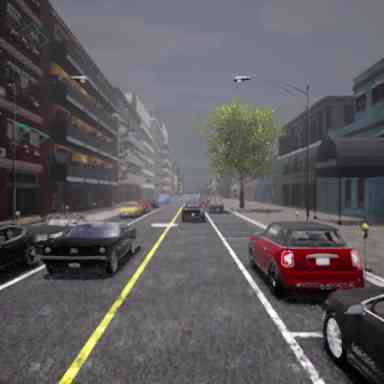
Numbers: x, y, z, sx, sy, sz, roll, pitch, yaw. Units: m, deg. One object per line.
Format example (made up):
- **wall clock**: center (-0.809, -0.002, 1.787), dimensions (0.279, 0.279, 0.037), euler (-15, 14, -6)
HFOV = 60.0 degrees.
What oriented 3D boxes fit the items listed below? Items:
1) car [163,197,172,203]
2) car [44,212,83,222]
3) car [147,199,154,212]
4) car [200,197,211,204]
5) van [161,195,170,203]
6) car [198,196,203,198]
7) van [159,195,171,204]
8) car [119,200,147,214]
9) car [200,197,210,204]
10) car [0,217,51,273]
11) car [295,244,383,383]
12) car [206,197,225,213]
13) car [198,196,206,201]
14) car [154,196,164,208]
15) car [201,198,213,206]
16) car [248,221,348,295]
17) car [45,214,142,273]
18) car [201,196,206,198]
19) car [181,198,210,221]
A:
- **car**: center (-5.709, 1.770, 77.139), dimensions (1.802, 1.307, 4.206), euler (0, 0, 0)
- **car**: center (-5.695, 1.574, 14.474), dimensions (2.008, 1.369, 4.403), euler (0, 0, 0)
- **car**: center (-5.700, 1.614, 37.262), dimensions (1.887, 1.381, 4.507), euler (0, 0, 0)
- **car**: center (2.674, 1.695, 65.744), dimensions (1.887, 1.381, 4.507), euler (0, 0, 0)
- **van**: center (-5.709, 1.510, 71.443), dimensions (1.690, 1.788, 3.998), euler (0, 0, 0)
- **car**: center (0.091, 1.655, 46.387), dimensions (1.994, 1.385, 4.181), euler (0, 0, 0)
- **van**: center (-5.707, 1.491, 65.746), dimensions (1.690, 1.788, 3.998), euler (0, 0, 0)
- **car**: center (-5.699, 1.582, 31.395), dimensions (1.752, 1.417, 4.829), euler (0, 0, 0)
- **car**: center (2.673, 1.735, 71.441), dimensions (1.947, 1.339, 4.313), euler (0, 0, 0)
- **car**: center (-5.693, 1.579, 8.778), dimensions (1.947, 1.339, 4.313), euler (0, 0, 0)
- **car**: center (2.688, 1.556, 3.081), dimensions (2.008, 1.369, 4.403), euler (0, 0, 0)
- **car**: center (2.681, 1.620, 37.261), dimensions (2.008, 1.369, 4.403), euler (0, 0, 0)
- **car**: center (2.669, 1.795, 88.530), dimensions (1.947, 1.339, 4.313), euler (0, 0, 0)
- **car**: center (-5.702, 1.663, 48.654), dimensions (1.947, 1.339, 4.313), euler (0, 0, 0)
- **car**: center (2.675, 1.713, 60.047), dimensions (1.802, 1.307, 4.206), euler (0, 0, 0)
- **car**: center (2.687, 1.454, 8.778), dimensions (1.967, 1.590, 4.097), euler (0, 0, 0)
- **car**: center (-3.070, 1.618, 10.898), dimensions (1.895, 1.301, 4.718), euler (0, 0, 0)
- **car**: center (2.678, 1.643, 48.653), dimensions (1.887, 1.381, 4.507), euler (0, 0, 0)
- **car**: center (0.095, 1.541, 27.812), dimensions (2.128, 1.511, 4.902), euler (0, 0, 0)
